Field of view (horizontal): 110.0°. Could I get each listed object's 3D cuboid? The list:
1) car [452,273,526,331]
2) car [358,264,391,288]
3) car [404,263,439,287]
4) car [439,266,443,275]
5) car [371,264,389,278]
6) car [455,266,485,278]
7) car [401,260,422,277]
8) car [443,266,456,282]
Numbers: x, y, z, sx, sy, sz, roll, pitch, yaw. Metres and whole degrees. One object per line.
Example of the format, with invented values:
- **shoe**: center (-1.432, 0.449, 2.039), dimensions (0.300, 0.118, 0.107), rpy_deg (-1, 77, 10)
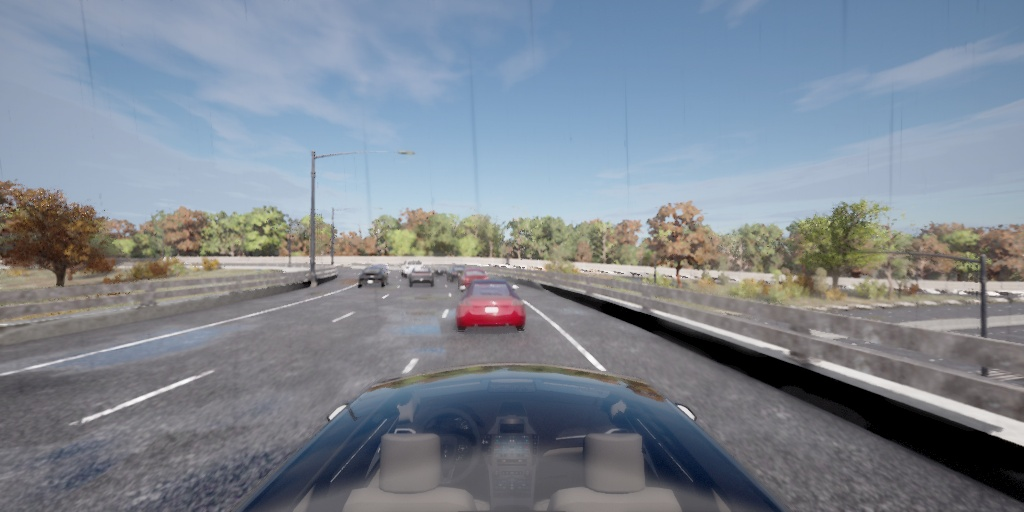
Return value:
- **car**: center (-0.729, 1.431, 11.531), dimensions (1.994, 1.385, 4.181), rpy_deg (0, -1, -5)
- **car**: center (-10.557, 1.580, 27.568), dimensions (1.837, 1.490, 4.892), rpy_deg (0, -1, -14)
- **car**: center (-7.165, 1.568, 28.425), dimensions (2.128, 1.511, 4.902), rpy_deg (0, -1, -14)
- **car**: center (-8.739, 1.866, 44.038), dimensions (1.895, 1.301, 4.718), rpy_deg (0, -1, -22)
- **car**: center (-15.819, 1.742, 42.849), dimensions (1.882, 1.535, 5.008), rpy_deg (0, 0, -22)
- **car**: center (-2.484, 1.533, 23.209), dimensions (1.812, 1.442, 4.674), rpy_deg (0, -1, -11)
- **car**: center (-11.803, 1.476, 42.401), dimensions (2.150, 2.045, 5.566), rpy_deg (0, 0, -22)
- **car**: center (-5.041, 1.661, 33.663), dimensions (1.812, 1.442, 4.674), rpy_deg (0, -1, -16)
